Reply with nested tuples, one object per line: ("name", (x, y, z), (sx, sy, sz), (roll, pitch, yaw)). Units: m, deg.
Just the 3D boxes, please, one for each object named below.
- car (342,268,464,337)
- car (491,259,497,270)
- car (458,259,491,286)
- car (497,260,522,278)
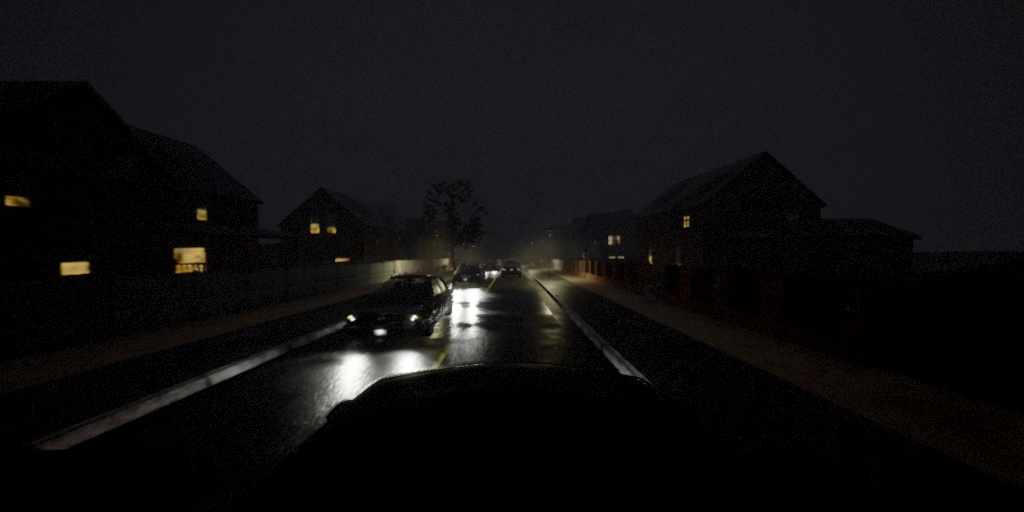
("car", (-2.858, 1.257, 10.433), (2.033, 1.411, 5.357), (0, 0, 0))
("car", (-2.912, 1.203, 49.487), (2.128, 1.511, 4.902), (0, 0, -2))
("car", (-2.853, 1.154, 24.462), (2.128, 1.511, 4.902), (0, 1, 0))
("car", (-0.023, 1.206, 33.019), (2.033, 1.411, 5.357), (0, 0, 0))
